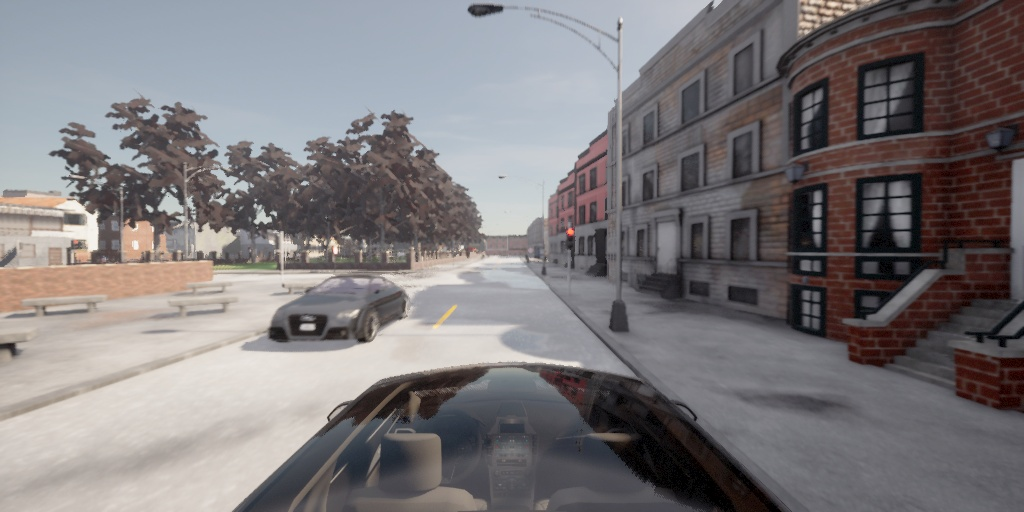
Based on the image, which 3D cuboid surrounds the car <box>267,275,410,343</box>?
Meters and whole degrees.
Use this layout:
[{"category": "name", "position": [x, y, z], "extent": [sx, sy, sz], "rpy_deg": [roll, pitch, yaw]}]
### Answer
[{"category": "car", "position": [-4.078, 1.197, 9.155], "extent": [1.994, 1.385, 4.181], "rpy_deg": [0, 1, 0]}]
